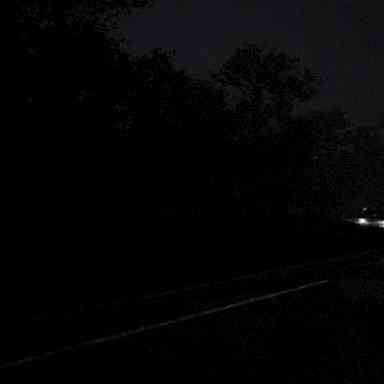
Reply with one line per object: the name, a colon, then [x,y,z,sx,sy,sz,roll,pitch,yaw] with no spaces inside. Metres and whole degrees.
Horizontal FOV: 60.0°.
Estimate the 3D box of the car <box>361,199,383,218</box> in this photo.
car: [16.494,1.411,30.077,2.097,1.767,4.553,0,0,28]
